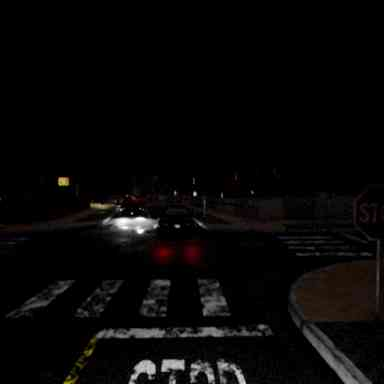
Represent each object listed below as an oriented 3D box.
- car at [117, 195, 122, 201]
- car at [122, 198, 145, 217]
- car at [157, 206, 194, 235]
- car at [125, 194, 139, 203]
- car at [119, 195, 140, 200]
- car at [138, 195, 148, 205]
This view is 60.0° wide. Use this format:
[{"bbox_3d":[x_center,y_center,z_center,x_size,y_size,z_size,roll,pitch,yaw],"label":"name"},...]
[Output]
[{"bbox_3d":[-13.050,1.236,62.127,1.812,1.442,4.674,0,0,-18],"label":"car"},{"bbox_3d":[-5.635,1.563,31.365,1.895,1.301,4.718,0,0,-10],"label":"car"},{"bbox_3d":[-0.933,1.468,18.255,1.812,1.442,4.674,1,0,-5],"label":"car"},{"bbox_3d":[-12.362,1.304,68.509,2.097,1.767,4.553,0,0,-20],"label":"car"},{"bbox_3d":[-8.939,1.563,47.359,1.994,1.385,4.181,0,0,-14],"label":"car"},{"bbox_3d":[-9.144,1.373,58.920,2.097,1.767,4.553,0,0,-18],"label":"car"}]
